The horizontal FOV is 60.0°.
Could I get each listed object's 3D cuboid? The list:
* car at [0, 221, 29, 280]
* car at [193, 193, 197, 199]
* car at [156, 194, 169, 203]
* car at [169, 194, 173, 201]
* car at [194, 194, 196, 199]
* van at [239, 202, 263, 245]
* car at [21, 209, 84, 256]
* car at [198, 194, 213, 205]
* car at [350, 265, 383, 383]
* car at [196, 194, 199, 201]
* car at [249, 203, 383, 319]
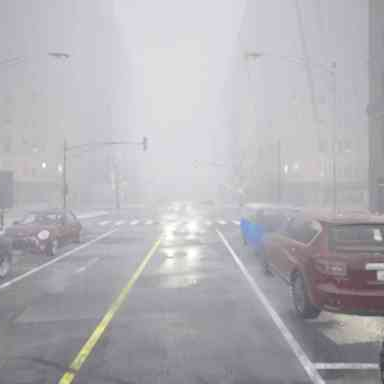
[{"bbox_3d":[-5.669,1.562,7.273,1.947,1.339,4.313,0,0,0],"label":"car"},{"bbox_3d":[1.936,1.565,84.958,1.887,1.381,4.507,0,0,-1],"label":"car"},{"bbox_3d":[-6.211,1.437,67.822,1.967,1.590,4.097,0,0,-1],"label":"car"},{"bbox_3d":[-6.588,1.337,84.783,2.192,1.841,5.009,0,0,-1],"label":"car"},{"bbox_3d":[2.062,1.588,79.305,1.802,1.307,4.206,0,0,-1],"label":"car"},{"bbox_3d":[2.856,1.333,12.805,1.690,1.788,3.998,0,0,0],"label":"van"},{"bbox_3d":[-5.670,1.433,12.798,1.967,1.590,4.097,0,0,0],"label":"car"},{"bbox_3d":[2.562,1.431,56.695,1.967,1.590,4.097,0,0,-1],"label":"car"},{"bbox_3d":[2.858,1.564,1.757,1.947,1.339,4.313,0,0,0],"label":"car"},{"bbox_3d":[2.312,1.577,68.002,1.802,1.307,4.206,0,0,-1],"label":"car"},{"bbox_3d":[2.857,1.310,7.281,2.192,1.841,5.009,0,0,0],"label":"car"}]
